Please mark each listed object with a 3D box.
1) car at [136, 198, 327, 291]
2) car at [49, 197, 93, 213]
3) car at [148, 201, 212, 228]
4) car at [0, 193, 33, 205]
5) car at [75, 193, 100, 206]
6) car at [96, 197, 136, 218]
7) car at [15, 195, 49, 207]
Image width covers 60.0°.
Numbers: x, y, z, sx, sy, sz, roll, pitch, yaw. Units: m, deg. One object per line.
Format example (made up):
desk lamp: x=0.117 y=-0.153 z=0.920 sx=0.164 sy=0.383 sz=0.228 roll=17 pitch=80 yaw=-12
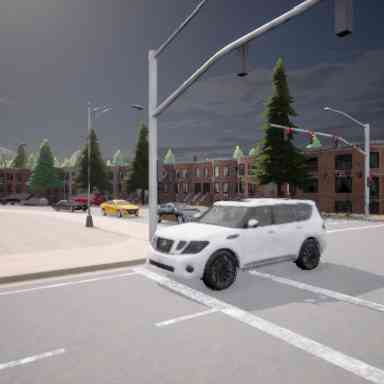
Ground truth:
car: x=1.500 y=1.221 z=9.370 sx=5.566 sy=2.045 sz=2.150 roll=0 pitch=0 yaw=-36
car: x=-13.904 y=1.601 z=37.963 sx=4.718 sy=1.301 sz=1.895 roll=0 pitch=0 yaw=37
car: x=-0.978 y=1.492 z=23.340 sx=2.128 sy=1.511 sz=4.902 roll=0 pitch=0 yaw=-36
car: x=-29.313 y=1.221 z=56.044 sx=5.566 sy=2.045 sz=2.150 roll=0 pitch=0 yaw=10
car: x=-16.828 y=1.222 z=52.104 sx=5.566 sy=2.045 sz=2.150 roll=0 pitch=0 yaw=25
car: x=-6.732 y=1.478 z=30.902 sx=1.882 sy=1.535 sz=5.008 roll=0 pitch=0 yaw=-40
car: x=-23.828 y=1.548 z=51.093 sx=5.357 sy=1.411 sz=2.033 roll=0 pitch=0 yaw=17
